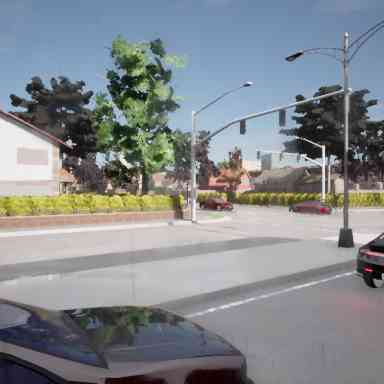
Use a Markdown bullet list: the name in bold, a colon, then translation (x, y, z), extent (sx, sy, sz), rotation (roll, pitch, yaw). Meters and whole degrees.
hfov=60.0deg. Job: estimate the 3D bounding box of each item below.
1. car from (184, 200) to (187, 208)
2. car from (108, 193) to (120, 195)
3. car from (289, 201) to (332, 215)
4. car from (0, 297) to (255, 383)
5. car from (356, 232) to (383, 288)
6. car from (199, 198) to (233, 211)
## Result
- **car**: translation (-2.518, 1.352, 47.708), extent (2.097, 1.767, 4.553), rotation (0, 0, -36)
- **car**: translation (-14.769, 1.221, 64.650), extent (2.150, 2.045, 5.566), rotation (0, 0, -35)
- **car**: translation (12.016, 1.564, 33.969), extent (1.994, 1.385, 4.181), rotation (0, 0, -36)
- **car**: translation (-2.019, 1.547, 2.308), extent (5.357, 1.411, 2.033), rotation (0, 0, -35)
- **car**: translation (5.897, 1.492, 7.997), extent (4.902, 1.511, 2.128), rotation (0, 0, -35)
- **car**: translation (2.896, 1.478, 40.265), extent (1.882, 1.535, 5.008), rotation (0, 0, -36)
